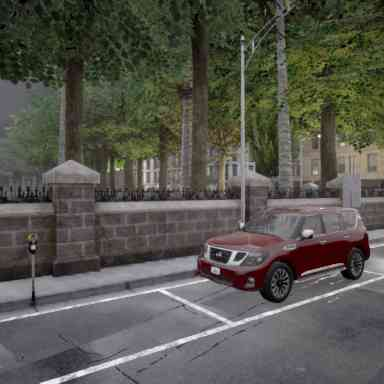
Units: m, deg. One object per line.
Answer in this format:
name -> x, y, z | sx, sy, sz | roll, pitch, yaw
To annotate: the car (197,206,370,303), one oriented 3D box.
car -> 2.523, 1.314, 8.391 | 5.009, 1.841, 2.192 | 0, 0, -36
